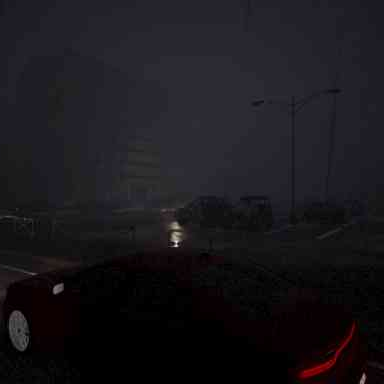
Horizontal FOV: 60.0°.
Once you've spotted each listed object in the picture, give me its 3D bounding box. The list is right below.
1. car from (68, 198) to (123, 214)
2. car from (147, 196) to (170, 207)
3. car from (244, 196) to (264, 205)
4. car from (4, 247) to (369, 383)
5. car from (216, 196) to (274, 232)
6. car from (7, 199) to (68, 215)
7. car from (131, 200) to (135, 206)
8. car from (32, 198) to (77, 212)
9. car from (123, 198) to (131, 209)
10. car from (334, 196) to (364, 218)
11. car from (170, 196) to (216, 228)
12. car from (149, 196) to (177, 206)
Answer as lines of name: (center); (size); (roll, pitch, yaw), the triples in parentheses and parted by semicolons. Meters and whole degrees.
car: (-10.155, 1.491, 35.512); (2.128, 1.511, 4.902); (0, 0, 34)
car: (-4.704, 1.492, 50.233); (2.128, 1.511, 4.902); (0, 0, 34)
car: (11.504, 1.526, 61.500); (1.812, 1.442, 4.674); (0, 0, 34)
car: (-0.525, 1.478, 4.363); (5.008, 1.535, 1.882); (0, 0, 35)
car: (3.316, 1.156, 19.060); (1.905, 1.878, 3.866); (0, 0, 34)
car: (-15.720, 1.547, 33.841); (2.033, 1.411, 5.357); (0, 0, 34)
car: (-10.510, 1.547, 47.885); (2.033, 1.411, 5.357); (0, 0, 33)
car: (-16.171, 1.526, 39.429); (1.812, 1.442, 4.674); (0, 0, 34)
car: (-10.378, 1.601, 41.803); (1.895, 1.301, 4.718); (0, 0, 34)
car: (15.339, 1.395, 32.016); (1.970, 1.475, 3.806); (0, 0, 34)
car: (0.948, 1.153, 20.726); (1.932, 1.855, 4.605); (0, 0, 34)
car: (-4.803, 1.492, 56.322); (2.128, 1.511, 4.902); (0, 0, 34)
